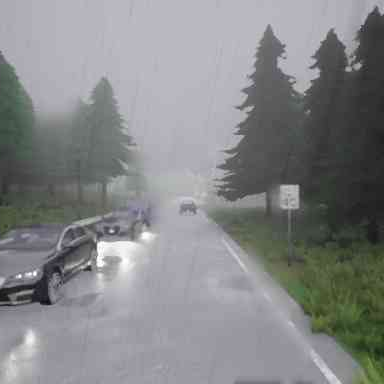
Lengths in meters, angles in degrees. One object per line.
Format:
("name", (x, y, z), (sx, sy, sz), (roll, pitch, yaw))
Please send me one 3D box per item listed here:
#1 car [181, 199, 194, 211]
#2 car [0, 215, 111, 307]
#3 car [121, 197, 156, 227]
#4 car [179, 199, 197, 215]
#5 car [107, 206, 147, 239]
("car", (-0.635, 1.826, 48.800), (1.882, 1.535, 5.008), (0, 0, -1))
("car", (-3.733, 1.553, 8.304), (2.128, 1.511, 4.902), (0, 0, -1))
("car", (-3.854, 1.385, 24.347), (2.150, 2.045, 5.566), (0, 0, -1))
("car", (-0.472, 1.779, 38.444), (1.837, 1.490, 4.892), (0, -1, -1))
("car", (-3.845, 1.693, 17.845), (1.994, 1.385, 4.181), (0, 0, -1))
